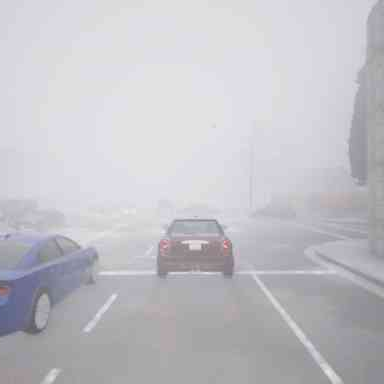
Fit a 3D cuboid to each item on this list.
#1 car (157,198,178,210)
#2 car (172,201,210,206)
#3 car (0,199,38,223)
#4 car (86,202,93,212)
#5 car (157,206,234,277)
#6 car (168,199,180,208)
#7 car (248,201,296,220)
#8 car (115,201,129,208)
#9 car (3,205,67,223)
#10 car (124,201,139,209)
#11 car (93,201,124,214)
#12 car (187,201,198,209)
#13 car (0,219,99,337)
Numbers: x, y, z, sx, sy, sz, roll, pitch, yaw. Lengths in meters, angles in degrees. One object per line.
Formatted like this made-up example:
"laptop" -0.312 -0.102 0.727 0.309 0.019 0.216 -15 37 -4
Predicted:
"car" -3.511 1.826 46.355 2.150 2.045 5.566 0 -1 1
"car" 0.712 2.040 37.717 5.357 1.411 2.033 -1 -1 36
"car" -14.094 1.568 26.342 2.150 2.045 5.566 0 -1 0
"car" -14.088 2.121 49.207 1.882 1.535 5.008 0 -1 0
"car" 0.094 1.495 10.862 2.097 1.767 4.553 0 -1 0
"car" -3.390 2.201 64.982 2.097 1.767 4.553 0 -1 0
"car" 7.816 1.780 32.816 4.553 1.767 2.097 0 -1 0
"car" -13.991 2.493 66.718 1.895 1.301 4.718 0 -1 0
"car" -10.597 1.855 23.428 2.033 1.411 5.357 0 -1 0
"car" -10.554 2.367 58.629 1.895 1.301 4.718 0 -1 0
"car" -10.593 1.907 42.420 2.097 1.767 4.553 0 -1 0
"car" 0.093 2.370 63.039 2.033 1.411 5.357 0 -1 0
"car" -3.399 1.570 6.953 1.882 1.535 5.008 0 -1 0
